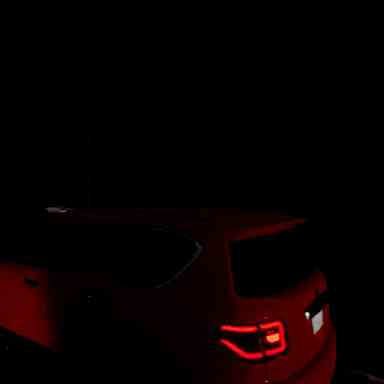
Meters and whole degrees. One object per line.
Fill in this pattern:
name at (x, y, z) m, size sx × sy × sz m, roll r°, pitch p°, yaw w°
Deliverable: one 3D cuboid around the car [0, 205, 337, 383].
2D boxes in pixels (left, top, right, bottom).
car at (-1.082, 1.197, 4.457) m, size 5.566 × 2.045 × 2.150 m, roll 1°, pitch 0°, yaw 36°
